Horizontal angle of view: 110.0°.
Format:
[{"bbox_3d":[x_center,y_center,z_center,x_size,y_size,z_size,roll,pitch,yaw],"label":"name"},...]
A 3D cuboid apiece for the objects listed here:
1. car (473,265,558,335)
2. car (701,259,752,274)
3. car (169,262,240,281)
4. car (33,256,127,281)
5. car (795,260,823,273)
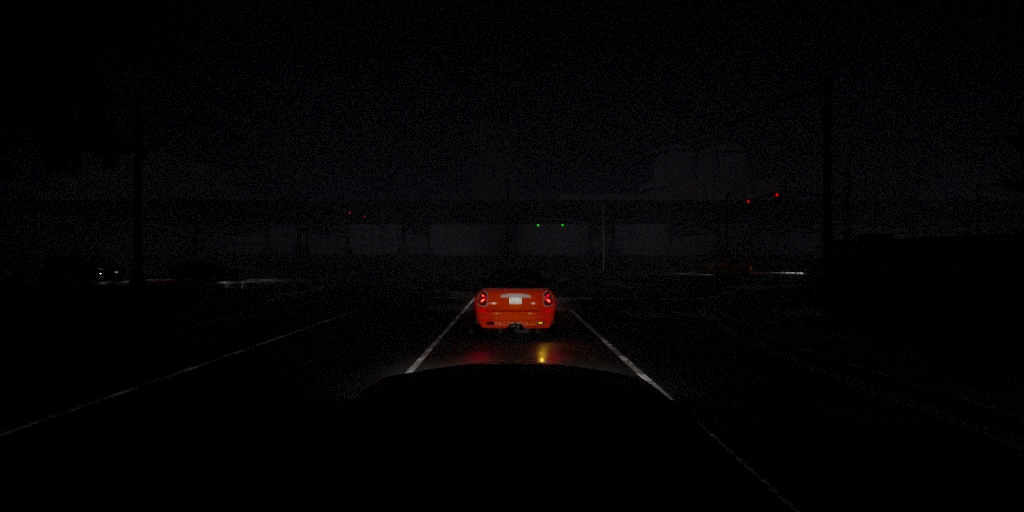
[{"bbox_3d":[0.087,1.111,10.730,2.097,1.767,4.553,0,0,0],"label":"car"},{"bbox_3d":[23.234,1.124,38.979,5.008,1.535,1.882,-1,0,1],"label":"car"},{"bbox_3d":[-25.228,1.247,29.520,5.008,1.535,1.882,0,0,2],"label":"car"},{"bbox_3d":[-35.561,0.991,29.829,5.566,2.045,2.150,0,0,2],"label":"car"},{"bbox_3d":[33.144,1.091,38.723,4.181,1.385,1.994,-1,0,1],"label":"car"}]
